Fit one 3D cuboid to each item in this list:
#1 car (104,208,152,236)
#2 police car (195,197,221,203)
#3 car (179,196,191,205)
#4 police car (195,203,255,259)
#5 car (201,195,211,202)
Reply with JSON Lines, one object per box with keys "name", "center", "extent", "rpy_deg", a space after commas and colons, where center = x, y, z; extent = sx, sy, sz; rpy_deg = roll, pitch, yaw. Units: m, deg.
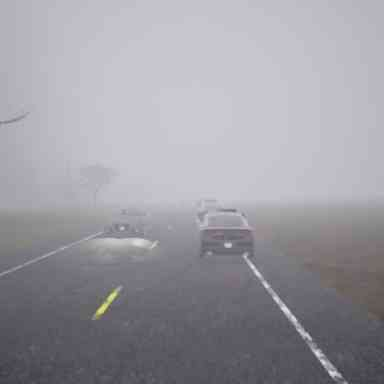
{"name": "car", "center": [-3.361, 1.567, 18.157], "extent": [1.994, 1.385, 4.181], "rpy_deg": [0, 0, 1]}
{"name": "police car", "center": [1.386, 1.430, 22.784], "extent": [1.930, 1.638, 5.238], "rpy_deg": [0, 0, 2]}
{"name": "car", "center": [-1.303, 1.522, 60.119], "extent": [1.812, 1.442, 4.674], "rpy_deg": [0, 0, 5]}
{"name": "police car", "center": [1.161, 1.428, 12.820], "extent": [1.930, 1.638, 5.238], "rpy_deg": [0, 0, 1]}
{"name": "car", "center": [2.929, 1.361, 69.394], "extent": [1.812, 1.442, 4.674], "rpy_deg": [0, 0, 5]}
